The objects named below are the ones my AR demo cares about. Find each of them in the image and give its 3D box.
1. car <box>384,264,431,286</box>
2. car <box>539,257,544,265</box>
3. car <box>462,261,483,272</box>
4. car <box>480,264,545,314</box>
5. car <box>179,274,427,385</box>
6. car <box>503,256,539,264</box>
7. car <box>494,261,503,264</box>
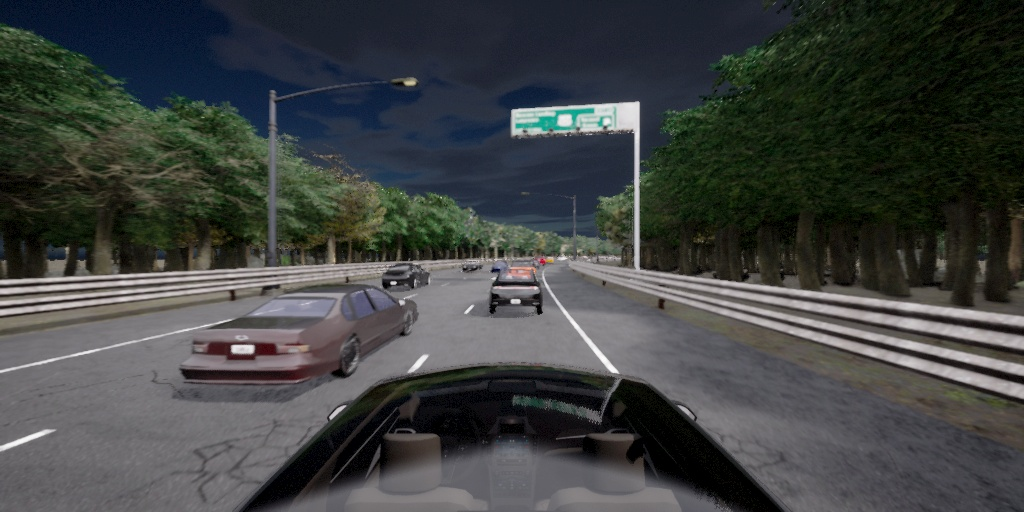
[{"bbox_3d":[-6.427,1.239,22.255,1.837,1.490,4.892,0,0,3],"label":"car"},{"bbox_3d":[3.411,1.286,56.222,2.033,1.411,5.357,0,0,7],"label":"car"},{"bbox_3d":[-4.861,1.328,45.302,1.895,1.301,4.718,0,0,6],"label":"car"},{"bbox_3d":[0.188,1.242,13.911,2.128,1.511,4.902,0,0,2],"label":"car"},{"bbox_3d":[-3.514,1.290,7.292,2.033,1.411,5.357,0,0,2],"label":"car"},{"bbox_3d":[0.754,1.099,27.016,2.097,1.767,4.553,0,0,3],"label":"car"},{"bbox_3d":[-1.297,1.299,44.846,1.994,1.385,4.181,0,0,6],"label":"car"}]
